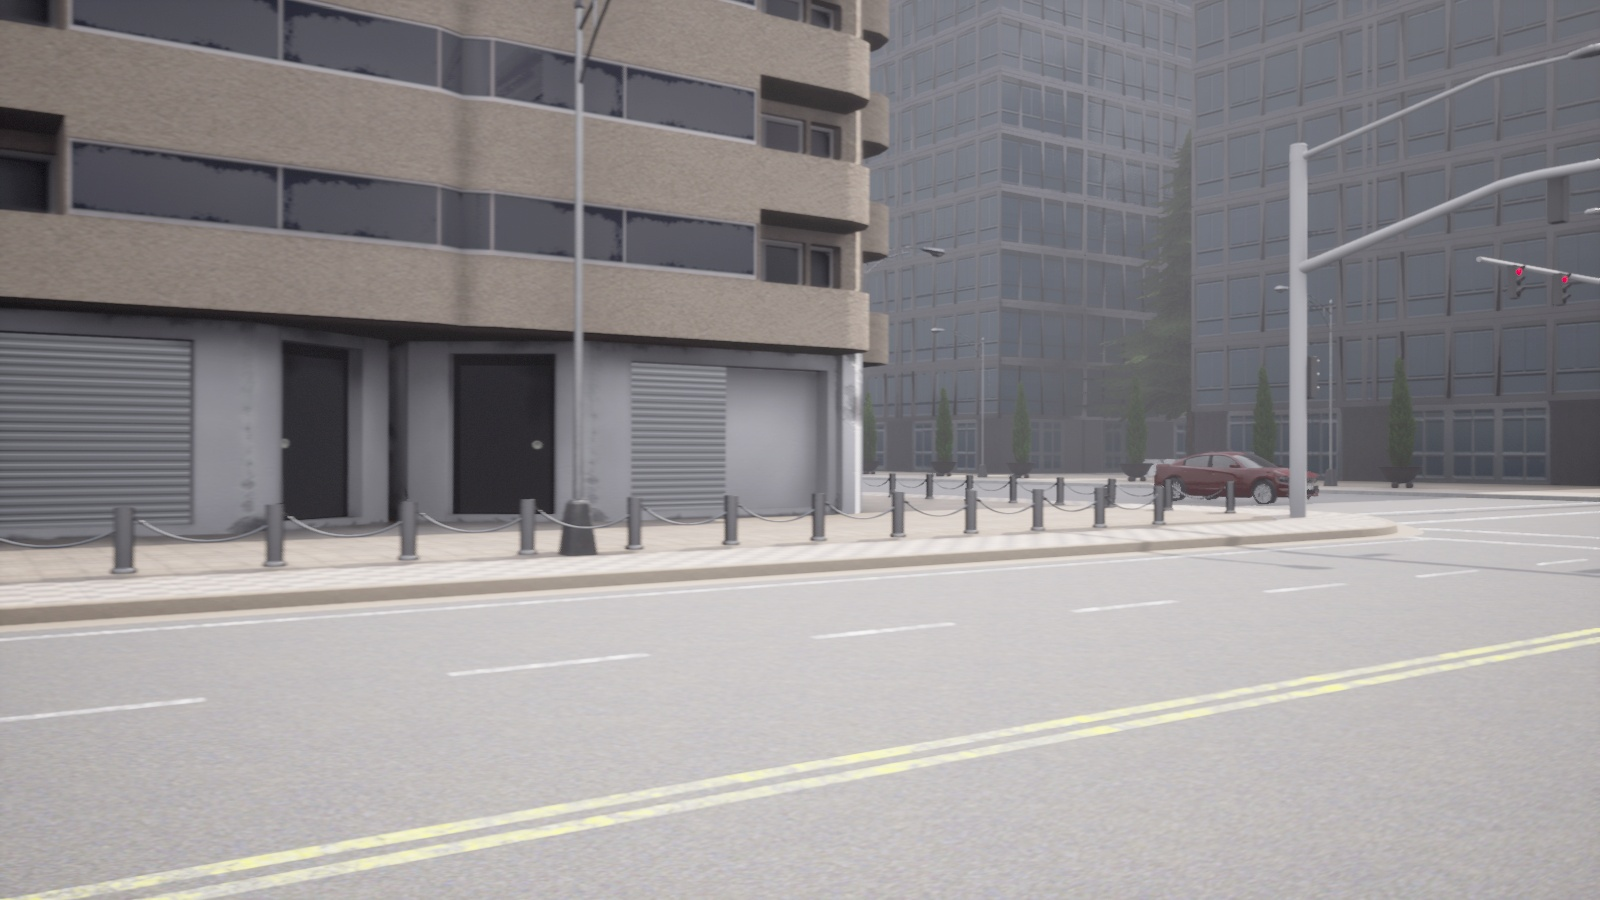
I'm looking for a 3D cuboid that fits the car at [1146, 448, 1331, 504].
[{"bbox_3d":[12.866,0.731,37.152,1.882,1.535,5.008,0,0,-35],"label":"car"}]
